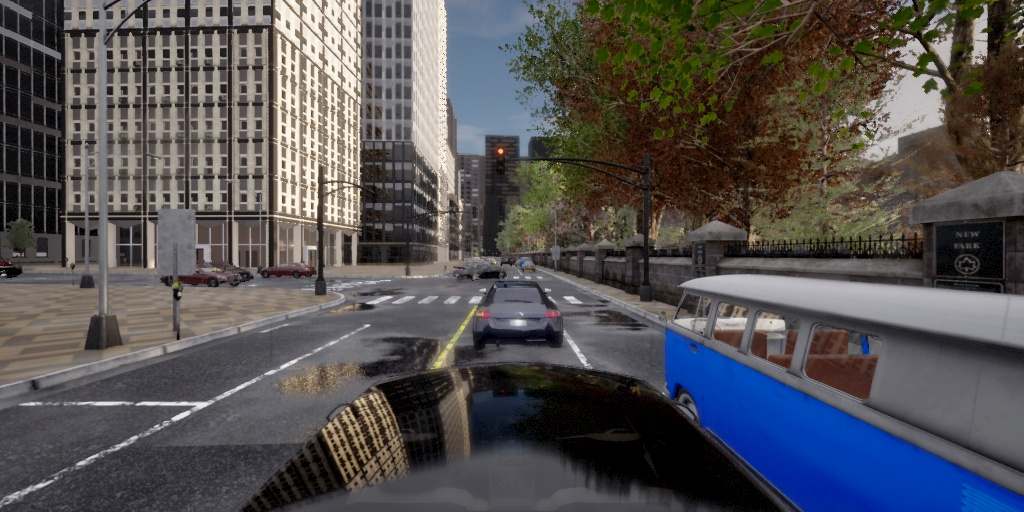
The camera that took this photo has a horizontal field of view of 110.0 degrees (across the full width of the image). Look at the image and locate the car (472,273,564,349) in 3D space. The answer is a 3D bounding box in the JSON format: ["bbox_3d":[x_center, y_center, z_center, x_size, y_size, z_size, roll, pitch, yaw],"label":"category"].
[{"bbox_3d":[0.097,1.315,9.216,1.994,1.385,4.181,0,0,-1],"label":"car"}]

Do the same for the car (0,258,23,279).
[{"bbox_3d":[-36.887,0.953,24.609,4.718,1.301,1.895,1,0,3],"label":"car"}]

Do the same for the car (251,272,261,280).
[{"bbox_3d":[-19.466,1.113,23.600,4.181,1.385,1.994,1,0,4],"label":"car"}]

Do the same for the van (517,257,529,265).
[{"bbox_3d":[1.983,1.081,51.728,1.690,1.789,3.998,0,0,-1],"label":"van"}]

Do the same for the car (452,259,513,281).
[{"bbox_3d":[-2.481,1.223,28.184,2.128,1.511,4.902,1,0,40],"label":"car"}]

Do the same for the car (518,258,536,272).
[{"bbox_3d":[2.108,1.268,46.355,1.751,1.417,4.829,0,0,-1],"label":"car"}]

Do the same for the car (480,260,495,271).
[{"bbox_3d":[-3.424,1.305,50.855,1.994,1.385,4.181,0,0,-2],"label":"car"}]

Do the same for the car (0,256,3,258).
[{"bbox_3d":[-45.549,0.682,30.508,4.097,1.591,1.967,0,0,1],"label":"car"}]

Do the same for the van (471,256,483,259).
[{"bbox_3d":[-6.341,1.075,62.475,1.690,1.789,3.998,0,0,-2],"label":"van"}]

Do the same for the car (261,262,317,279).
[{"bbox_3d":[-18.099,1.133,29.091,4.207,1.307,1.802,0,0,4],"label":"car"}]

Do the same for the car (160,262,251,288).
[{"bbox_3d":[-18.161,1.153,20.978,4.207,1.307,1.802,0,0,4],"label":"car"}]

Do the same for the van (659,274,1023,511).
[{"bbox_3d":[2.567,1.091,2.636,1.690,1.789,3.998,0,0,0],"label":"van"}]
